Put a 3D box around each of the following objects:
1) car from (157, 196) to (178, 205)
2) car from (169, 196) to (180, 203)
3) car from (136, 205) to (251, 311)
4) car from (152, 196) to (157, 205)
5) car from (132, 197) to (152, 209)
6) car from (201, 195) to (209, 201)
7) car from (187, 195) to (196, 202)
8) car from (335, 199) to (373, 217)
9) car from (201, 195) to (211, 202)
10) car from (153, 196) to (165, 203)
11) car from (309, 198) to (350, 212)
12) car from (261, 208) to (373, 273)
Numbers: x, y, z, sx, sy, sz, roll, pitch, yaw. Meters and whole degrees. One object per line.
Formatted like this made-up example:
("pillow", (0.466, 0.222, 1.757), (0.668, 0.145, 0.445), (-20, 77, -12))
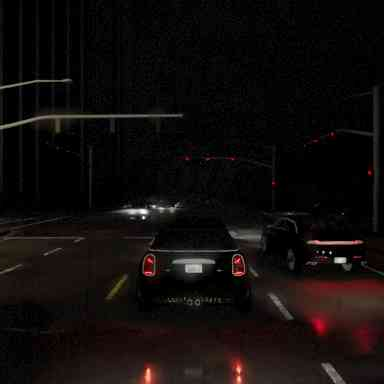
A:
("car", (-3.687, 1.352, 50.504), (2.097, 1.767, 4.553), (0, 0, 0))
("car", (-3.627, 1.540, 70.014), (2.033, 1.411, 5.357), (0, 0, 0))
("car", (0.043, 1.352, 7.919), (2.097, 1.767, 4.553), (0, 0, 0))
("car", (-7.185, 1.526, 57.648), (1.812, 1.442, 4.674), (0, 0, 0))
("car", (-7.183, 1.601, 46.505), (1.895, 1.301, 4.718), (0, 0, 0))
("car", (3.341, 1.478, 87.916), (1.882, 1.535, 5.008), (0, 0, 0))
("car", (-0.141, 1.478, 77.833), (1.882, 1.535, 5.008), (0, 0, 0))
("car", (14.859, 1.561, 27.399), (4.892, 1.490, 1.837), (0, 0, 0))
("car", (3.359, 1.500, 77.817), (1.837, 1.490, 4.892), (0, 0, 0))
("car", (-7.131, 1.540, 72.539), (2.033, 1.411, 5.357), (0, 0, 0))
("car", (14.609, 1.407, 34.669), (4.553, 1.767, 2.097), (0, 0, 2))
("car", (3.600, 1.492, 10.729), (2.128, 1.511, 4.902), (0, 0, -3))
